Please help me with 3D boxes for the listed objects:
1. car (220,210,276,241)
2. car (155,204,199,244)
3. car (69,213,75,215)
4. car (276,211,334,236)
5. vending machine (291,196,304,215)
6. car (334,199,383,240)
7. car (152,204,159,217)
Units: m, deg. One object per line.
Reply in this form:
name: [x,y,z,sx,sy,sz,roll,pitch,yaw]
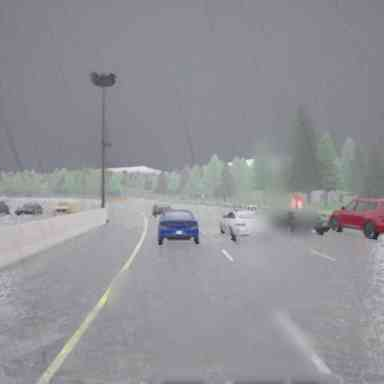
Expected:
car: [2.681,1.673,17.704,1.812,1.442,4.674,0,0,-5]
car: [-0.754,1.625,16.912,1.882,1.535,5.008,0,0,-5]
car: [-14.719,1.838,38.530,1.882,1.535,5.008,0,-1,-12]
car: [6.051,1.757,19.421,1.895,1.301,4.718,0,0,-5]
vending machine: [12.046,1.498,37.887,1.100,2.100,0.880,0,0,-10]
car: [9.682,1.361,18.064,2.150,2.045,5.566,0,0,-5]
car: [-3.299,1.916,35.818,1.895,1.301,4.718,0,0,-10]
